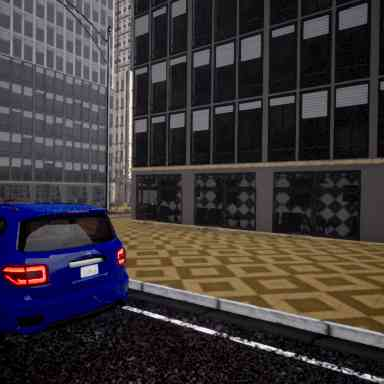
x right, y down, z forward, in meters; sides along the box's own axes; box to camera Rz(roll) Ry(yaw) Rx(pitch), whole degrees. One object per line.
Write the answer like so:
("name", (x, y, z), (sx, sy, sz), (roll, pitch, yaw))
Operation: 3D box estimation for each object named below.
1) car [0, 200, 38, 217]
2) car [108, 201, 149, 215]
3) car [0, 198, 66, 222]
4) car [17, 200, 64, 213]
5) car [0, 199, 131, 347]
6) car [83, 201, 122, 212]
("car", (-18.391, 1.608, 33.430), (2.128, 1.511, 4.902), (1, 0, 36))
("car", (-7.308, 1.830, 38.711), (1.752, 1.417, 4.829), (1, 0, 36))
("car", (-14.106, 1.519, 29.500), (2.192, 1.841, 5.009), (1, 0, 36))
("car", (-17.603, 1.643, 38.875), (1.752, 1.417, 4.829), (1, 0, 36))
("car", (-3.659, 1.218, 6.292), (5.566, 2.045, 2.150), (0, 0, 35))
("car", (-11.467, 1.820, 42.812), (1.895, 1.301, 4.718), (1, 0, 36))
